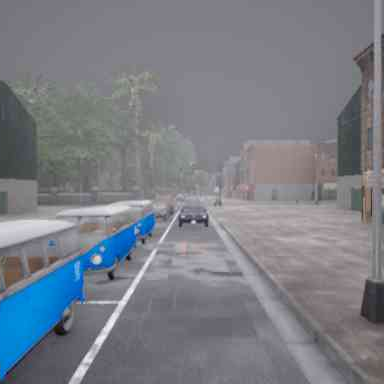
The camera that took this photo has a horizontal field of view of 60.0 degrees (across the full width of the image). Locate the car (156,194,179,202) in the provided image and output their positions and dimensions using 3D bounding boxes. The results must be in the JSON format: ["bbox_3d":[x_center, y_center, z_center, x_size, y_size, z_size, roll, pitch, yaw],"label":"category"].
[{"bbox_3d":[-2.644,1.178,31.351,2.192,1.841,5.009,0,0,0],"label":"car"}]

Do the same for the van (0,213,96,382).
[{"bbox_3d":[-2.639,1.323,4.031,1.690,1.788,3.998,0,0,0],"label":"van"}]

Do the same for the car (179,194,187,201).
[{"bbox_3d":[-2.652,1.233,69.501,1.967,1.590,4.097,0,0,0],"label":"car"}]

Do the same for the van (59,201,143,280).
[{"bbox_3d":[-2.640,1.298,9.495,1.690,1.788,3.998,0,0,0],"label":"van"}]

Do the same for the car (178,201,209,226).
[{"bbox_3d":[0.098,1.501,22.099,1.895,1.301,4.718,0,0,0],"label":"car"}]

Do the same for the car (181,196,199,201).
[{"bbox_3d":[0.089,1.408,36.712,1.994,1.385,4.181,0,0,0],"label":"car"}]

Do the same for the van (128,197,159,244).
[{"bbox_3d":[-2.641,1.273,14.960,1.690,1.788,3.998,0,0,0],"label":"van"}]

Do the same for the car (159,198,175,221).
[{"bbox_3d":[-2.642,1.435,25.889,2.008,1.369,4.403,0,0,0],"label":"car"}]

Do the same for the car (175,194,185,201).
[{"bbox_3d":[-2.652,1.233,75.189,1.967,1.590,4.097,0,0,0],"label":"car"}]
